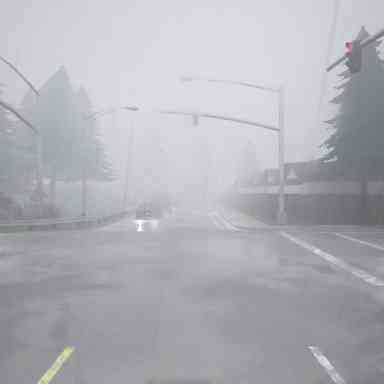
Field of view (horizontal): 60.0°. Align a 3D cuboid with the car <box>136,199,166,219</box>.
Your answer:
[{"bbox_3d":[-3.605,1.563,28.833,1.994,1.385,4.181,0,0,0],"label":"car"}]

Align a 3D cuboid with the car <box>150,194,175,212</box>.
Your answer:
[{"bbox_3d":[-3.606,1.221,39.383,2.150,2.045,5.566,0,0,0],"label":"car"}]

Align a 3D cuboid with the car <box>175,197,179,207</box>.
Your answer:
[{"bbox_3d":[-3.226,1.501,52.238,1.837,1.490,4.892,0,0,6],"label":"car"}]

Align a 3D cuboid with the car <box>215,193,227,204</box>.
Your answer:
[{"bbox_3d":[6.901,1.205,60.911,5.566,2.045,2.150,0,0,-22],"label":"car"}]
